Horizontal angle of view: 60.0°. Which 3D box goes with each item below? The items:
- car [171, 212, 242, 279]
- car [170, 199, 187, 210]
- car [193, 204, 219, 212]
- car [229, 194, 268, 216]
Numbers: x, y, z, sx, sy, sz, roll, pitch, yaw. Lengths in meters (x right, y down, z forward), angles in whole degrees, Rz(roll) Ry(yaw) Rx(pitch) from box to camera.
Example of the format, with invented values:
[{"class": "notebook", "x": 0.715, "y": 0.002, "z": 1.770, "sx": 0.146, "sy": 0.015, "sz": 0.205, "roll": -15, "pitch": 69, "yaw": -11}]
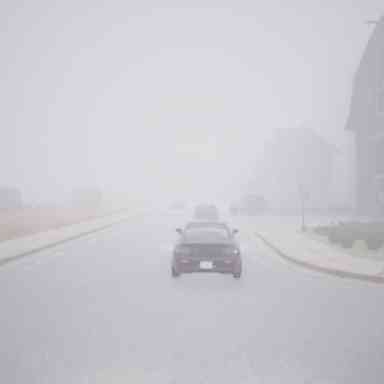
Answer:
[{"class": "car", "x": 0.443, "y": 1.553, "z": 10.079, "sx": 1.812, "sy": 1.442, "sz": 4.674, "roll": 0, "pitch": 0, "yaw": 3}, {"class": "car", "x": -1.774, "y": 1.630, "z": 44.187, "sx": 1.994, "sy": 1.385, "sz": 4.181, "roll": 0, "pitch": 0, "yaw": 3}, {"class": "car", "x": 1.057, "y": 1.566, "z": 24.858, "sx": 2.033, "sy": 1.411, "sz": 5.357, "roll": 0, "pitch": 1, "yaw": 3}, {"class": "car", "x": 5.494, "y": 1.234, "z": 32.461, "sx": 1.905, "sy": 1.878, "sz": 3.866, "roll": -7, "pitch": 3, "yaw": -40}]
